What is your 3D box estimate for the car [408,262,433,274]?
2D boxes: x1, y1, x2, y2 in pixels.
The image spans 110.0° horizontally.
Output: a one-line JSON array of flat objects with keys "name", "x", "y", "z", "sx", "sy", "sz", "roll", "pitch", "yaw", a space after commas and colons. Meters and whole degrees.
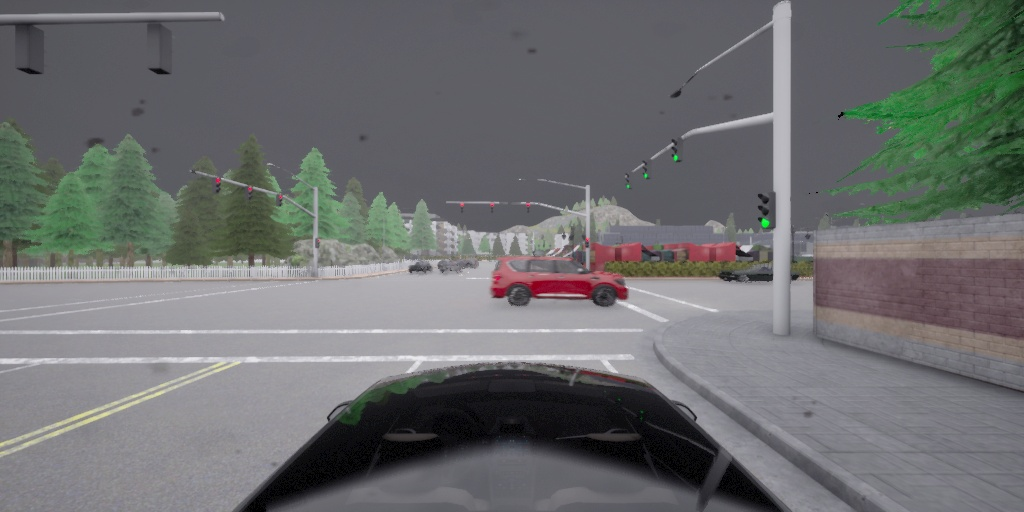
[{"name": "car", "x": -10.595, "y": 1.344, "z": 41.759, "sx": 1.895, "sy": 1.301, "sz": 4.718, "roll": 0, "pitch": 0, "yaw": 0}]

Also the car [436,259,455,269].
[{"name": "car", "x": -10.582, "y": 1.232, "z": 57.372, "sx": 2.128, "sy": 1.511, "sz": 4.902, "roll": 0, "pitch": 0, "yaw": 0}]

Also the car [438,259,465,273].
[{"name": "car", "x": -7.093, "y": 1.307, "z": 42.114, "sx": 1.994, "sy": 1.385, "sz": 4.181, "roll": 0, "pitch": 0, "yaw": 0}]

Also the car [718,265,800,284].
[{"name": "car", "x": 17.341, "y": 1.291, "z": 25.394, "sx": 4.718, "sy": 1.301, "sz": 1.895, "roll": 0, "pitch": 0, "yaw": 0}]

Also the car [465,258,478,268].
[{"name": "car", "x": -7.067, "y": 1.090, "z": 60.792, "sx": 2.097, "sy": 1.767, "sz": 4.553, "roll": 0, "pitch": 0, "yaw": 0}]

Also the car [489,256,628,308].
[{"name": "car", "x": 1.841, "y": 1.028, "z": 14.795, "sx": 5.566, "sy": 2.045, "sz": 2.150, "roll": 0, "pitch": 0, "yaw": 3}]
